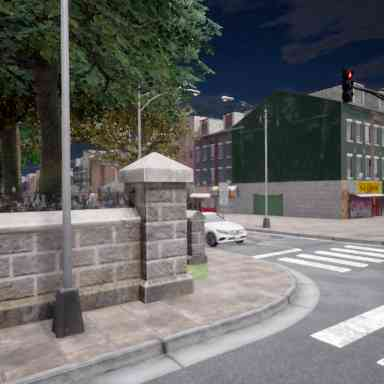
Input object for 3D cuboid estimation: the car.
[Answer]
[{"bbox_3d":[0.655,1.723,16.472,1.812,1.442,4.674,-1,0,-36],"label":"car"}]
